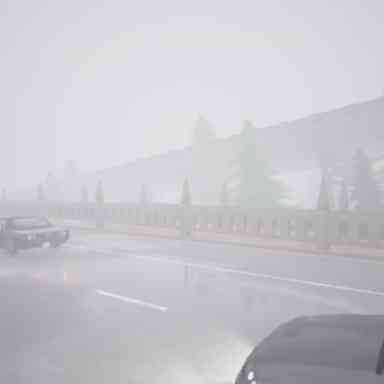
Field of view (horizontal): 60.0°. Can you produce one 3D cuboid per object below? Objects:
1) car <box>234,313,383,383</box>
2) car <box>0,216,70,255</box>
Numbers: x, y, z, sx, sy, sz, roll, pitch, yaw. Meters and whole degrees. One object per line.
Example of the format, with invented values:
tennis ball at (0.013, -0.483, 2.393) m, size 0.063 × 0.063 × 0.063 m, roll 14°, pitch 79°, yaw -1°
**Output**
car at (2.360, 1.563, 2.302) m, size 4.181 × 1.385 × 1.994 m, roll 0°, pitch 0°, yaw 36°
car at (-7.067, 1.613, 13.320) m, size 4.718 × 1.301 × 1.895 m, roll 0°, pitch 0°, yaw 36°
